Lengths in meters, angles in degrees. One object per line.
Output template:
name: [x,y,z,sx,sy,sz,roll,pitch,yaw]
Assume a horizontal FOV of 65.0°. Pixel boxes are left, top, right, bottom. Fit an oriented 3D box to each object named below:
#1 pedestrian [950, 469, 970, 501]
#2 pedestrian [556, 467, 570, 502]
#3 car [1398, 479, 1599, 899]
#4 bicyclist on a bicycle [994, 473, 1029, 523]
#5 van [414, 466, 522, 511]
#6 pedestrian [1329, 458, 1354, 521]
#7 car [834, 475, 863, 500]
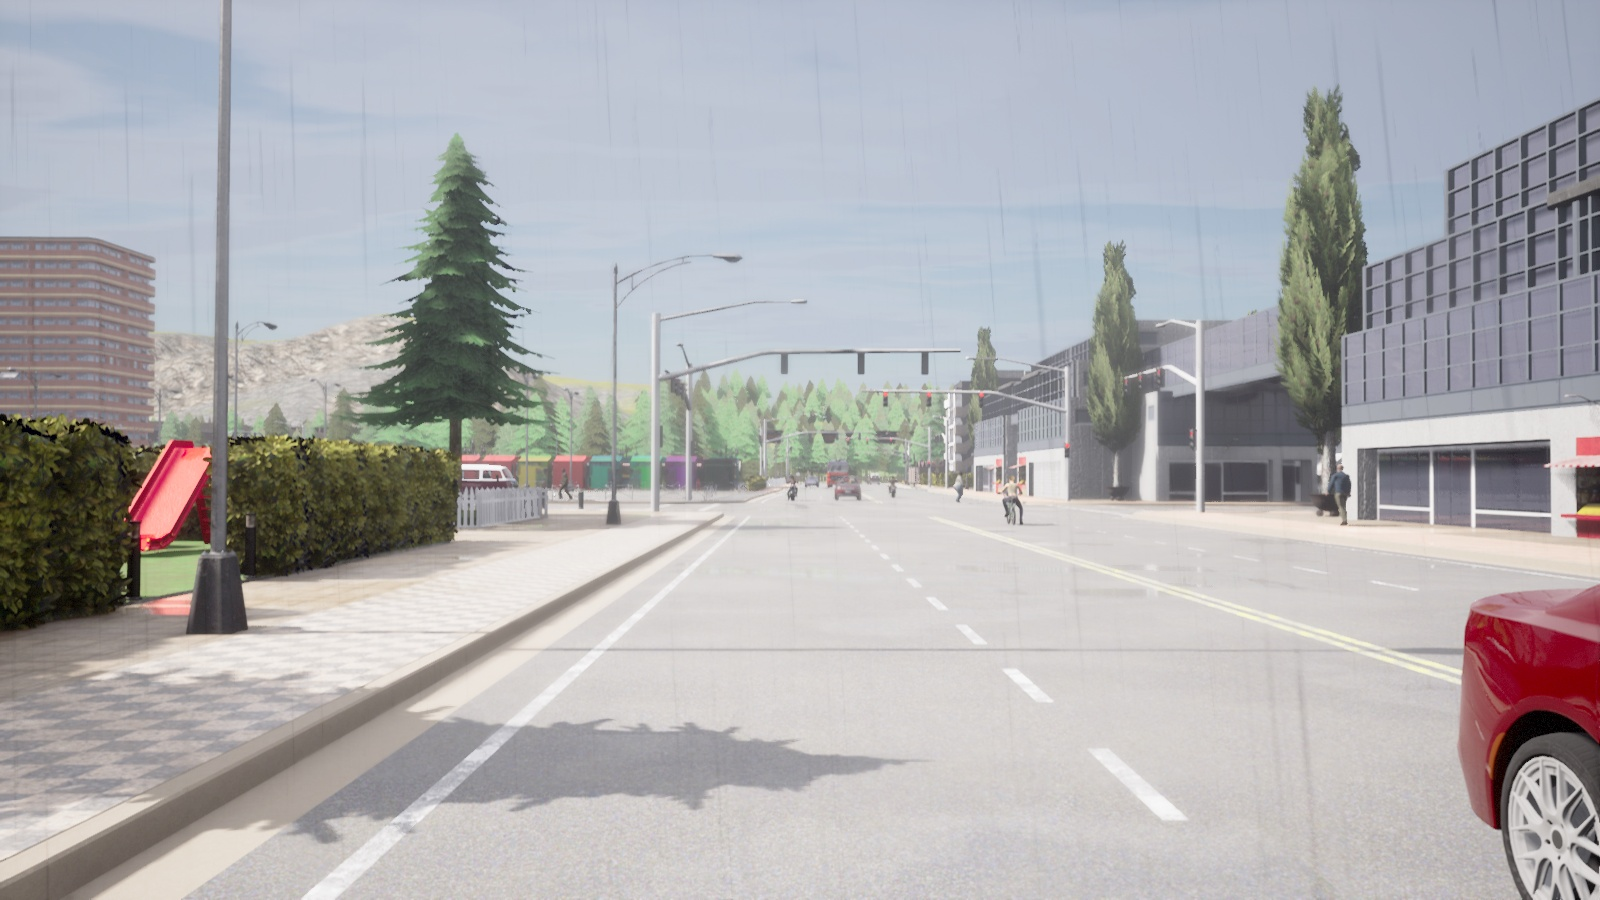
pedestrian: [9.123,1.991,71.676,0.900,1.855,0.874,0,-1,-12]
pedestrian: [-13.224,1.930,70.142,0.692,1.930,0.395,0,-1,-1]
car: [3.489,0.840,2.816,1.882,1.535,5.008,0,-1,0]
bicyclist on a bicycle: [6.858,1.541,40.742,0.866,1.612,1.509,0,-1,0]
van: [-15.367,1.769,58.358,4.480,2.038,2.069,0,-1,0]
pedestrian: [16.004,1.154,37.114,0.402,1.842,0.726,0,-1,2]
car: [3.110,2.405,81.164,1.789,1.549,3.705,0,-1,1]
